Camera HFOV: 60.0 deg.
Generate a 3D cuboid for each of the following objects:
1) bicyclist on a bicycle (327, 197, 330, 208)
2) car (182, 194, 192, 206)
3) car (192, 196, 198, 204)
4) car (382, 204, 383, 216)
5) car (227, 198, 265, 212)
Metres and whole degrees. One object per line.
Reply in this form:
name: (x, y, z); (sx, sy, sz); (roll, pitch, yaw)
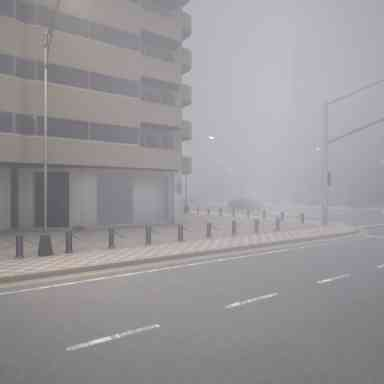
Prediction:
bicyclist on a bicycle: (17.369, 1.245, 43.071); (1.656, 1.620, 0.582); (0, 0, -35)
car: (-2.514, 1.422, 50.673); (1.882, 1.535, 5.008); (0, 0, -35)
car: (-0.734, 1.449, 60.600); (1.837, 1.490, 4.892); (0, 0, -34)
car: (16.658, 1.189, 23.643); (2.150, 2.045, 5.566); (0, 0, -36)
car: (6.148, 1.437, 38.226); (2.128, 1.511, 4.902); (0, 0, -35)
